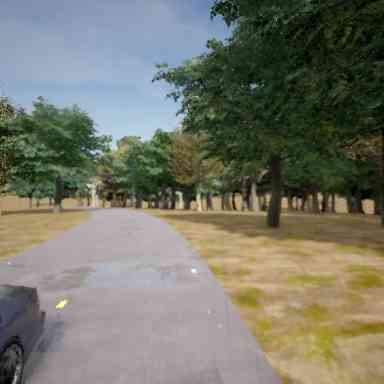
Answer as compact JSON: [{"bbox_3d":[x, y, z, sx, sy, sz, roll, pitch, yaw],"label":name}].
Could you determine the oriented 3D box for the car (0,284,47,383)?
[{"bbox_3d":[-2.797,1.584,2.234,2.033,1.411,5.357,0,0,-3],"label":"car"}]
